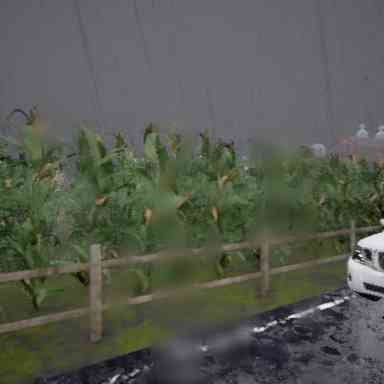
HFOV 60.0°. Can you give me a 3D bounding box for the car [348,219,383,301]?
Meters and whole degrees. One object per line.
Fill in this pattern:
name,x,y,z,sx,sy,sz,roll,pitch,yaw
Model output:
car,5.646,1.191,7.094,5.566,2.045,2.150,0,0,-36
